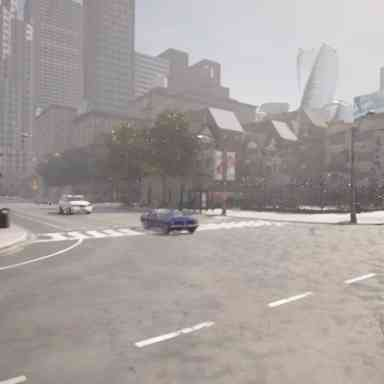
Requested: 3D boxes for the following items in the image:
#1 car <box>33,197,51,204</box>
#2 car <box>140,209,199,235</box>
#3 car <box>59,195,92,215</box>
[{"bbox_3d":[-21.750,1.305,48.224,1.812,1.442,4.674,1,0,-37],"label":"car"},{"bbox_3d":[-1.431,1.719,19.953,1.895,1.301,4.718,1,0,-29],"label":"car"},{"bbox_3d":[-12.633,1.365,35.787,2.150,2.045,5.566,1,0,-37],"label":"car"}]
